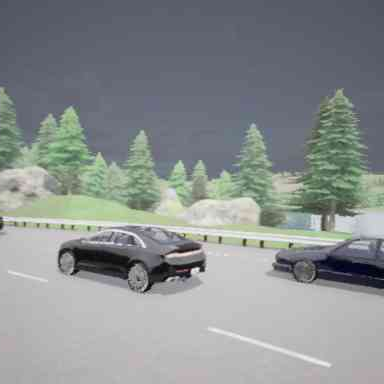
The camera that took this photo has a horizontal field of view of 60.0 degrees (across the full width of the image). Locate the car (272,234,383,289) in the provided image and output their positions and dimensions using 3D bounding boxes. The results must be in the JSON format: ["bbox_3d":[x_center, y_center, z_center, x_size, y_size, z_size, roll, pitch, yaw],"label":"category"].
[{"bbox_3d":[4.927,1.847,8.798,5.357,1.411,2.033,0,-2,39],"label":"car"}]

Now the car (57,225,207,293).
[{"bbox_3d":[-1.891,1.710,9.511,4.902,1.511,2.128,0,-2,36],"label":"car"}]

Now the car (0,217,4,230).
[{"bbox_3d":[-13.885,1.796,20.570,5.008,1.535,1.882,0,-2,25],"label":"car"}]
